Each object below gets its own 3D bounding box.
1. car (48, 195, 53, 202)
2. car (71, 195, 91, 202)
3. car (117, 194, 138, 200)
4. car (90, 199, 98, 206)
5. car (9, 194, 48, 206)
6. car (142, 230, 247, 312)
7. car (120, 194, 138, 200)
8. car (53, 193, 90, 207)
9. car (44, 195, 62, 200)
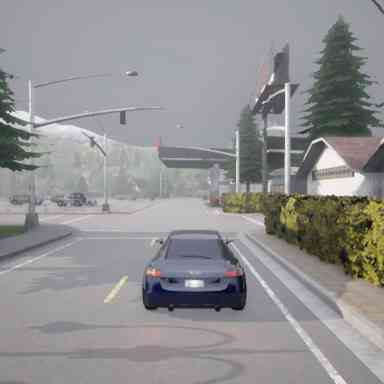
[{"bbox_3d":[-24.021,1.294,62.084,4.514,1.523,2.007,0,0,-1],"label":"car"},{"bbox_3d":[-24.037,1.315,72.076,3.633,1.501,1.845,0,0,-1],"label":"car"},{"bbox_3d":[-16.433,1.325,83.967,5.027,1.636,2.152,0,0,-1],"label":"car"},{"bbox_3d":[-16.180,1.358,49.711,3.806,1.475,1.970,0,0,-1],"label":"car"},{"bbox_3d":[-24.659,1.094,49.623,4.605,1.855,1.932,0,0,-1],"label":"car"},{"bbox_3d":[0.059,1.563,7.798,1.994,1.385,4.181,0,0,1],"label":"car"},{"bbox_3d":[-16.503,1.334,87.104,4.514,1.523,2.007,0,0,-1],"label":"car"},{"bbox_3d":[-16.772,1.074,46.383,3.866,1.878,1.905,0,0,-1],"label":"car"},{"bbox_3d":[-35.099,1.379,84.005,3.806,1.475,1.970,0,0,-1],"label":"car"}]
